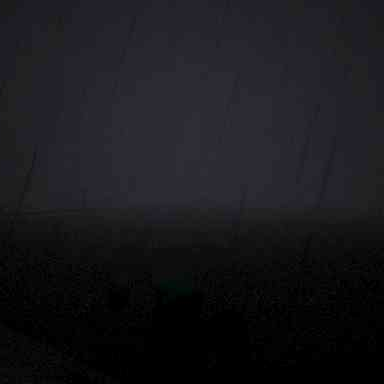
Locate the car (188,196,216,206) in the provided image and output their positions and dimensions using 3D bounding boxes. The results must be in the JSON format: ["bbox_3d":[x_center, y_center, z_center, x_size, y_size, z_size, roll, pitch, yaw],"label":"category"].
[{"bbox_3d":[2.031,1.478,53.612,1.882,1.535,5.008,0,0,35],"label":"car"}]

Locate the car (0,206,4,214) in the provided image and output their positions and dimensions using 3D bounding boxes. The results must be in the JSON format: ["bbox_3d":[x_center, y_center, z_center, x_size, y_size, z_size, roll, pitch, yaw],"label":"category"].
[{"bbox_3d":[-19.249,1.477,29.157,1.882,1.535,5.008,0,0,35],"label":"car"}]

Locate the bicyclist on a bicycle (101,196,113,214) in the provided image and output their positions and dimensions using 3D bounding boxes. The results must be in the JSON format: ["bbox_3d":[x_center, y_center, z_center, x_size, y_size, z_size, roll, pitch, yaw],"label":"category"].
[{"bbox_3d":[-8.025,1.156,31.722,1.656,1.620,0.582,33,17,27],"label":"bicyclist on a bicycle"}]

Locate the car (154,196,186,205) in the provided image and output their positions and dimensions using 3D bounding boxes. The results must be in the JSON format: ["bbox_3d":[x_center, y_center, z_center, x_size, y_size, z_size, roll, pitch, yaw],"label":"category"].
[{"bbox_3d":[-3.759,1.477,57.449,1.882,1.535,5.008,0,0,35],"label":"car"}]

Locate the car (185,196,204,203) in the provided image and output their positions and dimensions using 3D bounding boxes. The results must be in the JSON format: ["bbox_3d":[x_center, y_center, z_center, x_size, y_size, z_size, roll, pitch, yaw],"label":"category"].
[{"bbox_3d":[0.652,1.564,69.891,1.994,1.385,4.181,0,0,35],"label":"car"}]

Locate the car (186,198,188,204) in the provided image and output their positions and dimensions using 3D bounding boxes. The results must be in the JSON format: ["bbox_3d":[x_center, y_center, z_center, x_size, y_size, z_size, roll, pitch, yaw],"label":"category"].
[{"bbox_3d":[0.684,1.491,57.698,2.128,1.511,4.902,0,0,35],"label":"car"}]

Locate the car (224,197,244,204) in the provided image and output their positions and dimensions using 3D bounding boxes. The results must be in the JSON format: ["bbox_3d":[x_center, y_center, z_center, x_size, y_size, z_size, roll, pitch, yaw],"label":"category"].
[{"bbox_3d":[7.995,1.601,62.230,1.895,1.301,4.718,0,0,35],"label":"car"}]

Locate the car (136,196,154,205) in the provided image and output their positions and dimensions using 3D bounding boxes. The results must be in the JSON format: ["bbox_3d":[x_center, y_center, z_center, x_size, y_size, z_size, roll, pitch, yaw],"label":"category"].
[{"bbox_3d":[-7.566,1.478,58.111,1.882,1.535,5.008,0,0,35],"label":"car"}]
